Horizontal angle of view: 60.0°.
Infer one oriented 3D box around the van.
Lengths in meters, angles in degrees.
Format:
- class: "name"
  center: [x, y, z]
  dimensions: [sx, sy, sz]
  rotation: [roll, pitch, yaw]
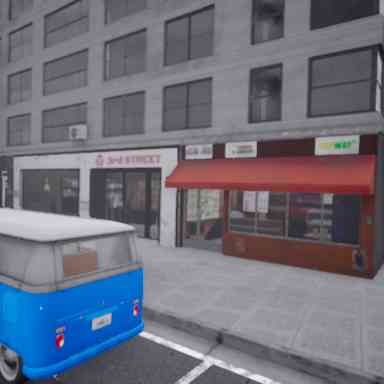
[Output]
- class: "van"
  center: [-2.533, 1.193, 4.892]
  dimensions: [3.998, 1.788, 1.690]
  rotation: [2, 1, 36]
